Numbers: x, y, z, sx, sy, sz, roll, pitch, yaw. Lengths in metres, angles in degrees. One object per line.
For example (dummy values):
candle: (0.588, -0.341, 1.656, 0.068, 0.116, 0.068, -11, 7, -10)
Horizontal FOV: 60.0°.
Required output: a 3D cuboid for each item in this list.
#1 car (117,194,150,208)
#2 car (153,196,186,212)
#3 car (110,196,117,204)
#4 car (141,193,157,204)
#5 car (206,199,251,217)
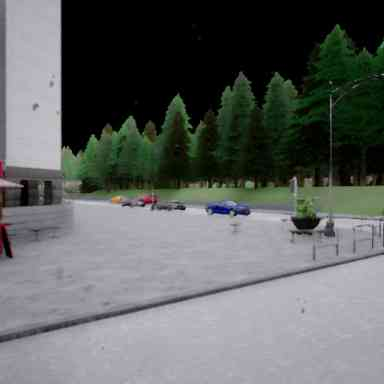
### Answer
car: (-8.463, 1.476, 47.573, 2.128, 1.511, 4.902, 0, 0, -35)
car: (-2.468, 1.548, 39.124, 1.994, 1.385, 4.181, 0, 0, -35)
car: (-13.485, 1.459, 61.642, 1.882, 1.535, 5.008, 0, 0, -35)
car: (-7.487, 1.203, 53.301, 2.150, 2.045, 5.566, 0, 0, -35)
car: (3.319, 1.462, 30.996, 1.882, 1.535, 5.008, 0, 0, -35)
